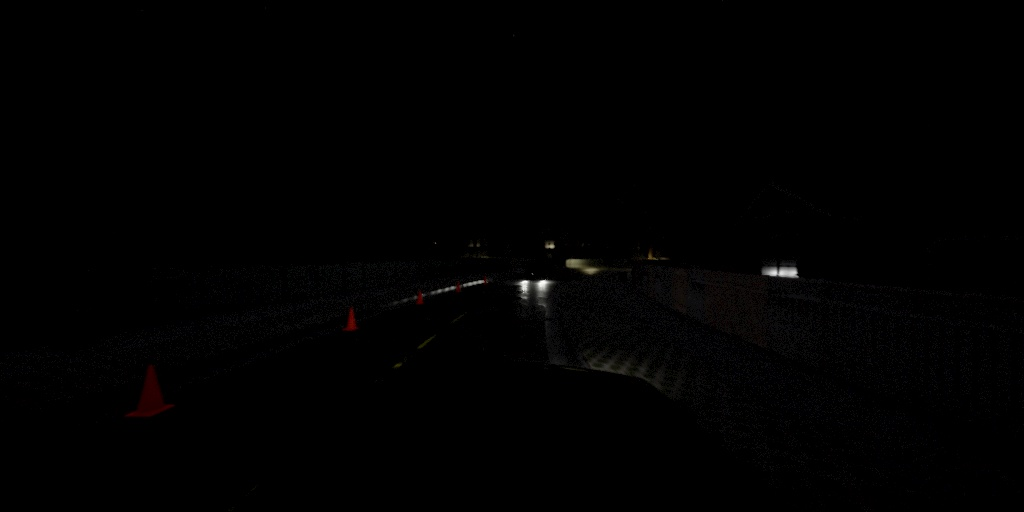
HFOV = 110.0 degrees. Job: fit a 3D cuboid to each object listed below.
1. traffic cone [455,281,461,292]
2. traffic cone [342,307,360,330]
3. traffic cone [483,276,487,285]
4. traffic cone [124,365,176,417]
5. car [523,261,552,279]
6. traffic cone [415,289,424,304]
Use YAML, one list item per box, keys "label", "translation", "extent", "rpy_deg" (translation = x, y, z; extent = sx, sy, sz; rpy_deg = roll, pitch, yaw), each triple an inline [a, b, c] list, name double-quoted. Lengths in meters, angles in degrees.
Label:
- label: "traffic cone"
  translation: [-2.973, 1.675, 19.892]
  extent: [0.340, 0.580, 0.340]
  rpy_deg: [0, 0, 11]
- label: "traffic cone"
  translation: [-4.350, 1.681, 9.713]
  extent: [0.340, 0.580, 0.340]
  rpy_deg: [0, 0, 5]
- label: "traffic cone"
  translation: [-1.860, 1.675, 24.907]
  extent: [0.340, 0.580, 0.340]
  rpy_deg: [0, 0, 14]
- label: "traffic cone"
  translation: [-4.610, 1.688, 4.581]
  extent: [0.340, 0.580, 0.340]
  rpy_deg: [0, 0, 1]
- label: "car"
  translation: [2.345, 1.231, 31.795]
  extent: [1.837, 1.490, 4.892]
  rpy_deg: [0, 0, 16]
- label: "traffic cone"
  translation: [-3.802, 1.677, 14.822]
  extent: [0.340, 0.580, 0.340]
  rpy_deg: [0, 0, 8]
